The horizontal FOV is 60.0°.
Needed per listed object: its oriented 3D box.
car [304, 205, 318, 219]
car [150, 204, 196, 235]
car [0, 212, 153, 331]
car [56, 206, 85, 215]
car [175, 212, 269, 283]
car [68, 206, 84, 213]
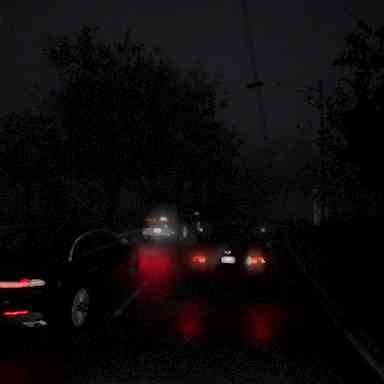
[{"bbox_3d":[13.969,2.281,38.206,1.882,1.535,5.008,0,-3,17],"label":"car"},{"bbox_3d":[-0.870,1.350,15.916,1.837,1.490,4.892,-1,-1,13],"label":"car"},{"bbox_3d":[-2.487,1.409,6.755,2.128,1.511,4.902,0,1,7],"label":"car"},{"bbox_3d":[-22.217,3.378,60.887,4.674,1.442,1.812,2,-4,-38],"label":"car"},{"bbox_3d":[1.097,1.407,9.327,2.033,1.411,5.357,0,1,8],"label":"car"},{"bbox_3d":[-21.568,3.234,57.377,2.033,1.411,5.357,-3,-4,43],"label":"car"}]
